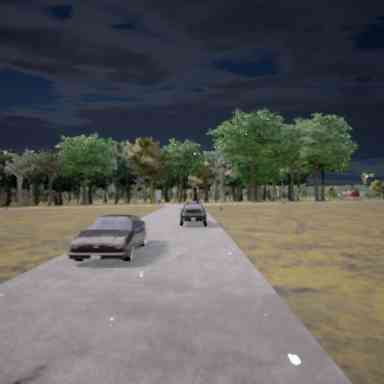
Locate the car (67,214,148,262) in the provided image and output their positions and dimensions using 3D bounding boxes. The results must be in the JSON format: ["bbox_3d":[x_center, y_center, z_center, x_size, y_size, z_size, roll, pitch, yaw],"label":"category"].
[{"bbox_3d":[-2.815,1.541,12.420,2.033,1.411,5.357,0,0,1],"label":"car"}]

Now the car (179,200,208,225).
[{"bbox_3d":[0.097,1.537,24.132,1.837,1.490,4.892,0,0,0],"label":"car"}]

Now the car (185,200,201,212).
[{"bbox_3d":[0.099,1.749,42.239,1.994,1.385,4.181,0,-1,0],"label":"car"}]
